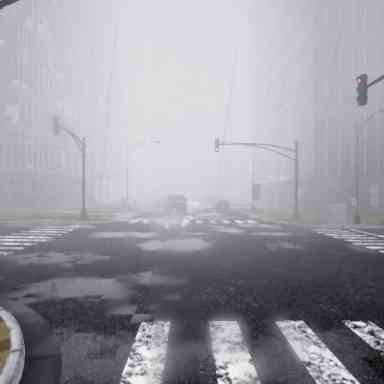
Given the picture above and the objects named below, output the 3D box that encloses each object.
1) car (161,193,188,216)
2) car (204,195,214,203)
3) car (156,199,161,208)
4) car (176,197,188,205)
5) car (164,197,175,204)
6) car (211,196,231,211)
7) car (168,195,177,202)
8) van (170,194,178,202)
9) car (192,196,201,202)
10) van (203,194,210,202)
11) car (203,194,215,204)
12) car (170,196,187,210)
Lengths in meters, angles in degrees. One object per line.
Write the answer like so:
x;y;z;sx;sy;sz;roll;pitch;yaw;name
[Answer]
-1.603;1.250;33.885;2.150;2.045;5.566;0;0;0;car
3.551;1.456;69.427;1.967;1.590;4.097;0;0;0;car
-4.169;1.609;47.259;1.802;1.307;4.206;0;0;0;car
-1.765;1.569;60.730;2.033;1.411;5.357;0;0;0;car
-4.289;1.586;63.842;1.947;1.339;4.313;0;0;0;car
3.801;1.593;41.791;1.947;1.339;4.313;0;0;0;car
-4.369;1.452;74.897;1.967;1.590;4.097;0;0;0;car
-4.409;1.349;80.425;1.690;1.788;3.998;0;0;0;van
0.964;1.537;73.071;1.812;1.442;4.674;0;0;0;car
3.471;1.349;80.482;1.690;1.788;3.998;0;0;0;van
3.591;1.335;63.899;2.192;1.841;5.009;0;0;0;car
-1.675;1.380;43.823;2.097;1.767;4.553;0;0;0;car
